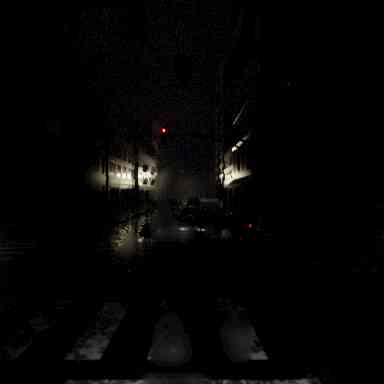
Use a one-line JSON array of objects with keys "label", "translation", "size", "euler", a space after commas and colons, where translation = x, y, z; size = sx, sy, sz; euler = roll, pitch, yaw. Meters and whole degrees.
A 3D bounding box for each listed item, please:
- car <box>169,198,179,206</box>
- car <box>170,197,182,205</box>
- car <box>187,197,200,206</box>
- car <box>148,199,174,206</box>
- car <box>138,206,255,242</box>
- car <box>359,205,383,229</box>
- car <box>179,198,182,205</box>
[{"label": "car", "translation": [-2.999, 1.573, 39.851], "size": [2.033, 1.411, 5.357], "euler": [0, 0, 1]}, {"label": "car", "translation": [-2.866, 1.661, 59.767], "size": [1.895, 1.301, 4.718], "euler": [0, 0, 0]}, {"label": "car", "translation": [0.218, 1.524, 52.888], "size": [1.882, 1.535, 5.008], "euler": [0, 0, 0]}, {"label": "car", "translation": [-3.025, 1.578, 30.523], "size": [1.994, 1.385, 4.181], "euler": [0, 0, 0]}, {"label": "car", "translation": [0.223, 1.550, 15.860], "size": [5.357, 1.411, 2.033], "euler": [0, 0, 0]}, {"label": "car", "translation": [12.124, 1.127, 18.509], "size": [5.009, 1.841, 2.192], "euler": [-1, 1, 0]}, {"label": "car", "translation": [-2.942, 1.605, 49.805], "size": [1.994, 1.385, 4.181], "euler": [0, 0, 0]}]
